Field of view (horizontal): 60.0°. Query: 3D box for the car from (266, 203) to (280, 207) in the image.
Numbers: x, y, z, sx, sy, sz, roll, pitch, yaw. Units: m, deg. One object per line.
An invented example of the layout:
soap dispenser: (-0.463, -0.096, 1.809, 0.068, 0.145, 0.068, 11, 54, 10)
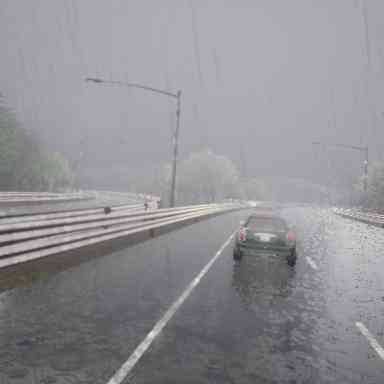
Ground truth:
car: (6.457, 2.014, 29.893, 2.097, 1.767, 4.553, 4, 0, 13)

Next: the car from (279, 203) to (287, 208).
car: (20.221, 3.315, 77.671, 2.097, 1.767, 4.553, 4, 0, 20)

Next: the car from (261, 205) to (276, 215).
car: (12.032, 2.814, 52.074, 1.895, 1.301, 4.718, 4, -1, 16)

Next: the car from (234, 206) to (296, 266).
car: (2.916, 1.647, 13.298, 2.097, 1.767, 4.553, 4, 0, 12)
